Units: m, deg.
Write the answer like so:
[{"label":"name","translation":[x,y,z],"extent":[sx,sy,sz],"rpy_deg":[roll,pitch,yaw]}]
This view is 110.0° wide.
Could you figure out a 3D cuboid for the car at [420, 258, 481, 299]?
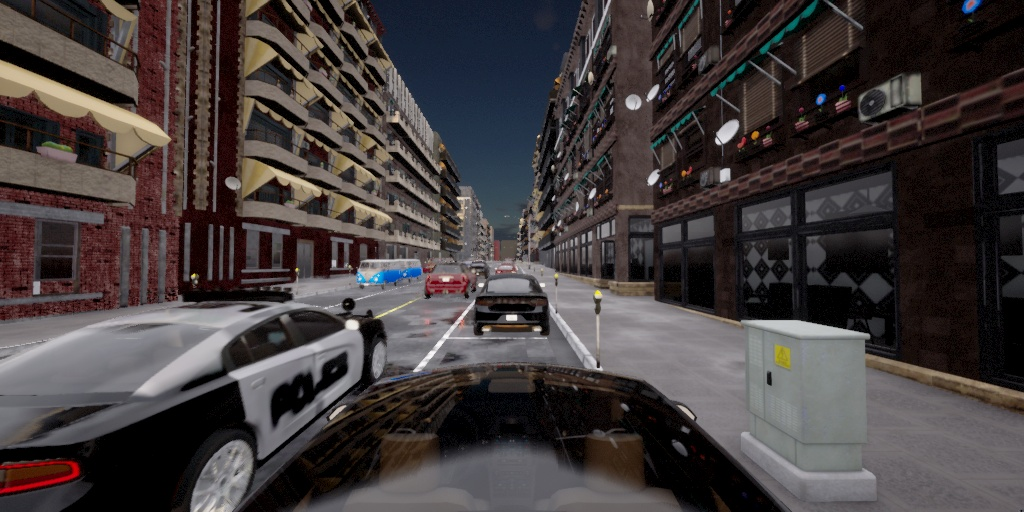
[{"label":"car","translation":[-3.000,1.113,18.491],"extent":[2.097,1.767,4.553],"rpy_deg":[0,0,0]}]

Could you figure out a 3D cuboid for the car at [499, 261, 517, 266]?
[{"label":"car","translation":[-0.453,1.322,28.072],"extent":[1.888,1.381,4.507],"rpy_deg":[0,0,0]}]

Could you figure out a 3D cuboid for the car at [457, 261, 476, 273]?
[{"label":"car","translation":[-5.794,1.342,46.215],"extent":[1.812,1.442,4.674],"rpy_deg":[0,0,0]}]

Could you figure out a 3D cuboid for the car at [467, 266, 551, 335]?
[{"label":"car","translation":[-0.006,1.232,10.503],"extent":[1.882,1.535,5.008],"rpy_deg":[0,0,0]}]

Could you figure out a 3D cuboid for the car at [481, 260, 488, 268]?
[{"label":"car","translation":[-3.001,1.295,33.541],"extent":[1.837,1.490,4.892],"rpy_deg":[0,0,0]}]

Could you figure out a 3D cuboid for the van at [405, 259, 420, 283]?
[{"label":"van","translation":[-8.335,1.118,28.134],"extent":[1.690,1.789,3.998],"rpy_deg":[0,0,0]}]

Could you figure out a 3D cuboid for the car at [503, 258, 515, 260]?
[{"label":"car","translation":[-0.445,1.240,39.134],"extent":[1.967,1.591,4.097],"rpy_deg":[0,0,0]}]

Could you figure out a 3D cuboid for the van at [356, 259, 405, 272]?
[{"label":"van","translation":[-8.335,1.108,22.603],"extent":[1.690,1.789,3.998],"rpy_deg":[0,0,0]}]

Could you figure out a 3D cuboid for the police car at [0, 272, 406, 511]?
[{"label":"police car","translation":[-3.020,1.176,4.142],"extent":[1.930,1.638,5.238],"rpy_deg":[0,0,0]}]
